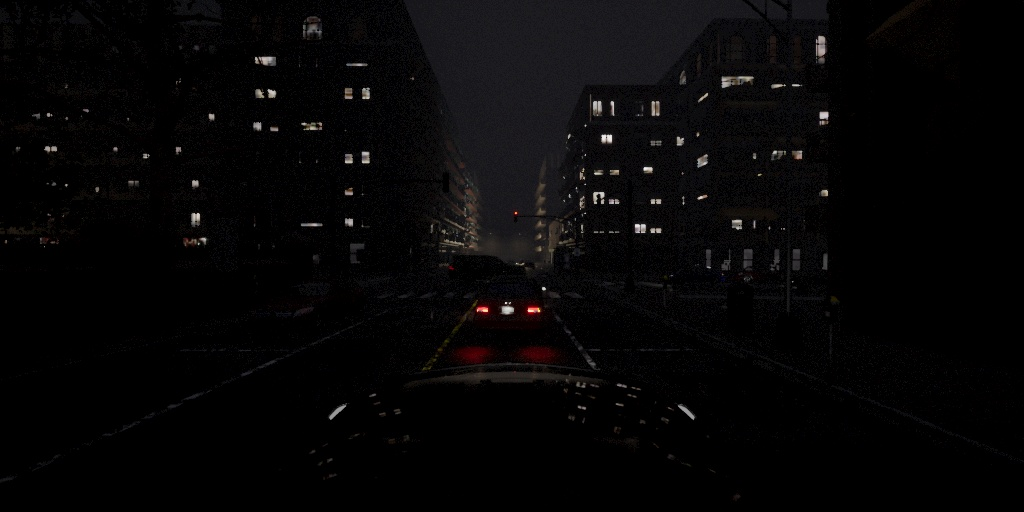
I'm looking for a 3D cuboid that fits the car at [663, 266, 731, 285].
[{"bbox_3d":[14.594,1.552,28.899,4.674,1.442,1.812,1,0,-1],"label":"car"}]

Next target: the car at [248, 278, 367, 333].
[{"bbox_3d":[-5.715,1.331,10.632,1.802,1.307,4.207,0,0,0],"label":"car"}]

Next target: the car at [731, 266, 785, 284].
[{"bbox_3d":[21.289,1.570,31.564,4.097,1.591,1.967,0,0,-1],"label":"car"}]

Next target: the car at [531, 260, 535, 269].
[{"bbox_3d":[2.528,1.299,54.341,2.007,1.370,4.403,0,0,0],"label":"car"}]

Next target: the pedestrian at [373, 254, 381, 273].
[{"bbox_3d":[-12.812,0.652,34.013,0.375,1.860,0.375,0,-1,-1],"label":"pedestrian"}]

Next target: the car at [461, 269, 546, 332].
[{"bbox_3d":[0.050,1.297,10.846,2.033,1.411,5.357,0,0,3],"label":"car"}]

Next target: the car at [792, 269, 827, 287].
[{"bbox_3d":[24.901,1.809,29.057,4.718,1.301,1.895,1,0,-1],"label":"car"}]

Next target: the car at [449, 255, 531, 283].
[{"bbox_3d":[-1.682,0.969,25.460,5.566,2.045,2.150,0,0,-1],"label":"car"}]
